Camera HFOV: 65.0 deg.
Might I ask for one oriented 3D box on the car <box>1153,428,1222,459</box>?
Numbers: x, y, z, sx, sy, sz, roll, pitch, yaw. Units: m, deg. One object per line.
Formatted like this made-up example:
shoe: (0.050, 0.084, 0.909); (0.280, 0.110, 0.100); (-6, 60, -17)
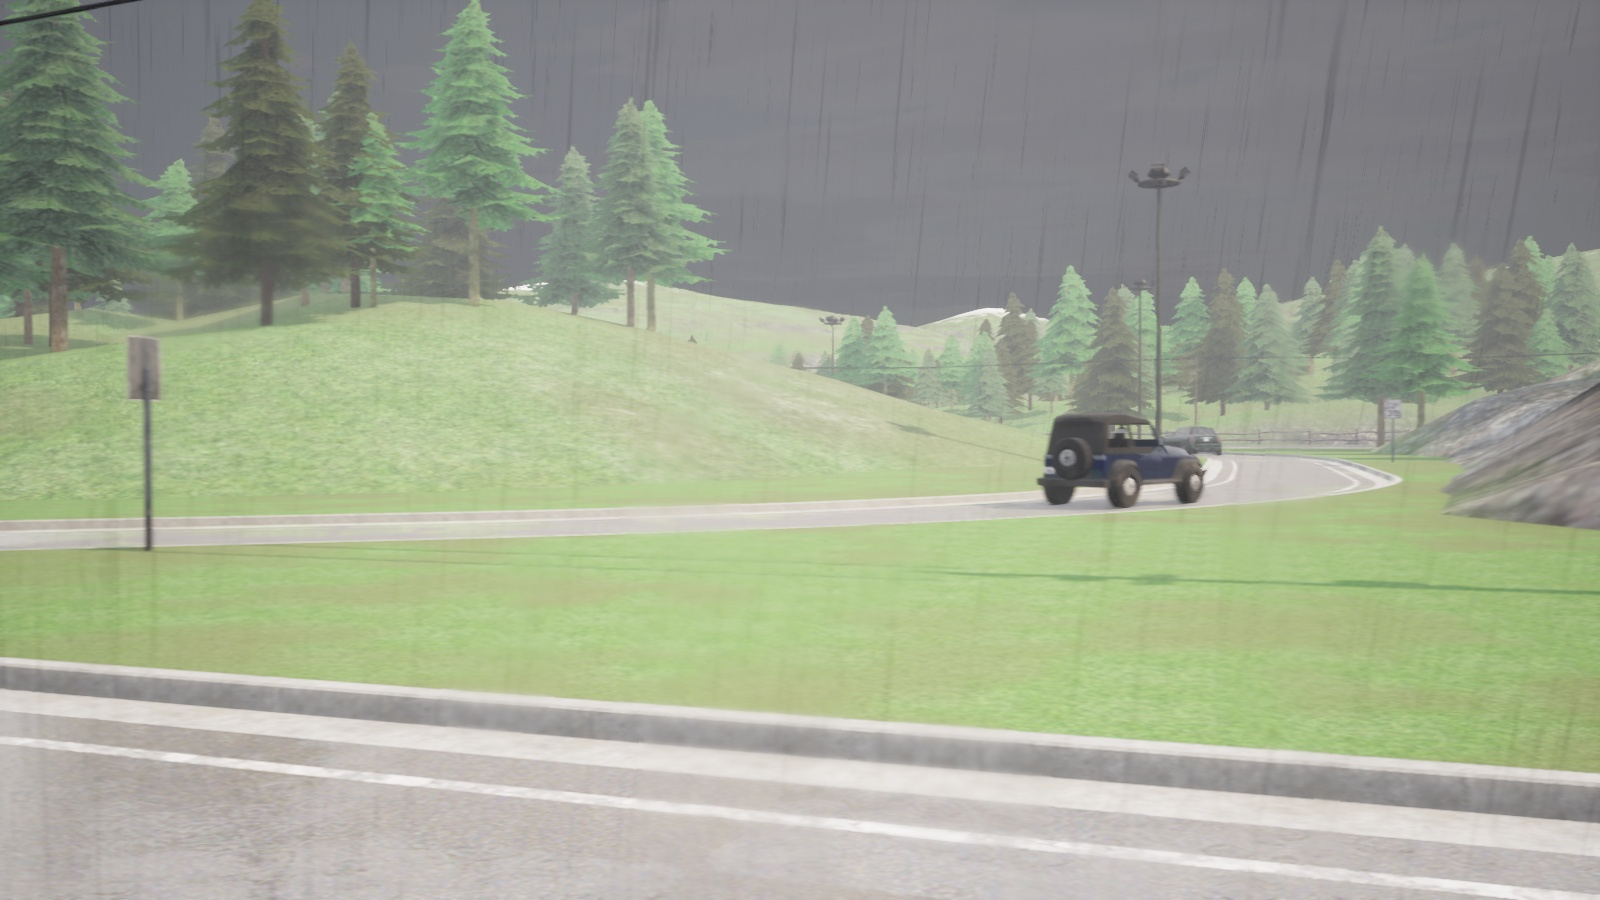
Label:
car: (22.523, -0.402, 73.199); (2.097, 1.767, 4.553); (0, 1, -8)

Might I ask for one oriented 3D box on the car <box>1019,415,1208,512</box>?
car: (6.543, 0.229, 26.084); (3.866, 1.878, 1.905); (-1, 1, -41)
